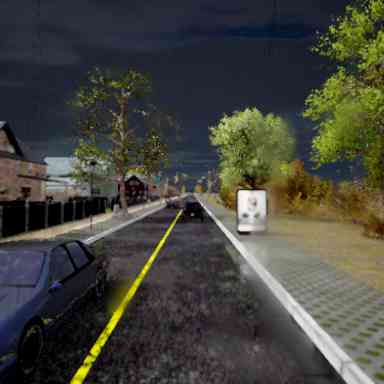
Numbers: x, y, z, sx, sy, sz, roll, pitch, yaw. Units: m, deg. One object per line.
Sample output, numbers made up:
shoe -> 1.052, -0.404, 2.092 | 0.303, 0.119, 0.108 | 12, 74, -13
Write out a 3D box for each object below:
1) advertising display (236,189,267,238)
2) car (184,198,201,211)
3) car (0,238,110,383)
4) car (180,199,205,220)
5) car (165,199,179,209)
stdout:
advertising display -> 3.019, 1.084, 16.853 | 1.540, 2.440, 0.280 | 0, 0, 0
car -> 0.079, 1.650, 44.681 | 2.128, 1.511, 4.902 | 0, 0, 0
car -> -2.850, 1.568, 5.745 | 2.033, 1.411, 5.357 | 0, 0, 0
car -> 0.052, 1.606, 29.293 | 1.837, 1.490, 4.892 | 0, -1, 1
car -> -2.799, 1.719, 48.405 | 2.033, 1.411, 5.357 | 0, 0, 0
